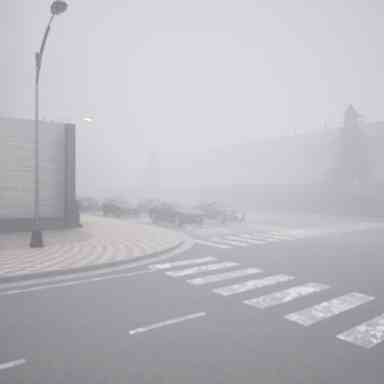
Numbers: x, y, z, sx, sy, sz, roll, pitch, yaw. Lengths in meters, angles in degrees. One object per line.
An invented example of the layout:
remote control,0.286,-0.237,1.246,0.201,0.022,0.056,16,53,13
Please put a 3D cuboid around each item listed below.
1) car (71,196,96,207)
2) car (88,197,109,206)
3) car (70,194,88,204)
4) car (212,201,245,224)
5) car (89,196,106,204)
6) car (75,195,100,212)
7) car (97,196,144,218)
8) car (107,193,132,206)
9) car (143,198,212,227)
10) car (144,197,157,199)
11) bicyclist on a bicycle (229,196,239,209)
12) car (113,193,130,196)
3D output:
car,-16.340,1.445,50.000,2.128,1.511,4.902,0,0,-35
car,-15.540,1.556,55.195,1.895,1.301,4.718,0,0,-36
car,-21.563,1.307,63.514,2.097,1.767,4.553,0,0,-36
car,1.816,1.445,24.495,2.128,1.511,4.902,0,0,-36
car,-18.529,1.483,65.240,1.812,1.442,4.674,0,0,-36
car,-11.929,1.304,37.748,2.097,1.767,4.553,0,0,-36
car,-6.564,1.429,30.216,1.882,1.535,5.008,0,0,-35
car,-12.329,1.179,56.549,2.150,2.045,5.566,0,0,-36
car,-1.120,1.429,22.585,1.882,1.535,5.008,0,0,-36
car,-3.531,1.305,31.992,2.097,1.767,4.553,0,0,-36
bicyclist on a bicycle,4.869,1.261,39.129,1.656,1.620,0.582,0,0,-36
car,-8.913,1.306,39.537,2.097,1.767,4.553,0,0,-35
